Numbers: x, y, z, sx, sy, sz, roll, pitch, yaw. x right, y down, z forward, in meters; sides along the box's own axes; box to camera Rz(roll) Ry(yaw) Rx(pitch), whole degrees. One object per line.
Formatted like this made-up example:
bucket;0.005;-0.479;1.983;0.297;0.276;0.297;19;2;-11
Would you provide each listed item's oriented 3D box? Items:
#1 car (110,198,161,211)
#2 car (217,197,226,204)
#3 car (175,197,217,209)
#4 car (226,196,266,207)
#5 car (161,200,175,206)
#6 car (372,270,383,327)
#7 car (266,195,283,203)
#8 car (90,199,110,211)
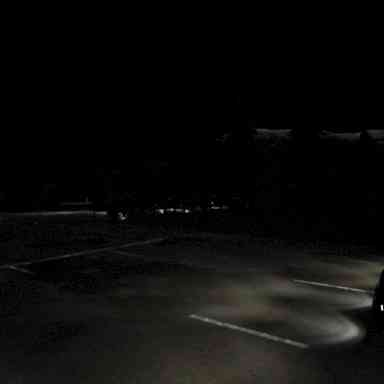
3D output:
car;-6.080;1.403;36.510;1.837;1.490;4.892;0;0;43
car;4.615;1.448;50.789;5.357;1.411;2.033;0;0;-37
car;0.567;1.411;43.002;4.892;1.490;1.837;0;0;-41
car;7.948;1.410;48.737;4.902;1.511;2.128;0;0;-35
car;-2.785;1.414;44.691;4.674;1.442;1.812;0;0;-42
car;5.100;1.353;4.607;4.553;1.767;2.097;0;0;36
car;13.133;1.271;56.079;4.553;1.767;2.097;0;0;-28
car;-9.238;1.482;38.316;1.895;1.301;4.718;0;0;43
